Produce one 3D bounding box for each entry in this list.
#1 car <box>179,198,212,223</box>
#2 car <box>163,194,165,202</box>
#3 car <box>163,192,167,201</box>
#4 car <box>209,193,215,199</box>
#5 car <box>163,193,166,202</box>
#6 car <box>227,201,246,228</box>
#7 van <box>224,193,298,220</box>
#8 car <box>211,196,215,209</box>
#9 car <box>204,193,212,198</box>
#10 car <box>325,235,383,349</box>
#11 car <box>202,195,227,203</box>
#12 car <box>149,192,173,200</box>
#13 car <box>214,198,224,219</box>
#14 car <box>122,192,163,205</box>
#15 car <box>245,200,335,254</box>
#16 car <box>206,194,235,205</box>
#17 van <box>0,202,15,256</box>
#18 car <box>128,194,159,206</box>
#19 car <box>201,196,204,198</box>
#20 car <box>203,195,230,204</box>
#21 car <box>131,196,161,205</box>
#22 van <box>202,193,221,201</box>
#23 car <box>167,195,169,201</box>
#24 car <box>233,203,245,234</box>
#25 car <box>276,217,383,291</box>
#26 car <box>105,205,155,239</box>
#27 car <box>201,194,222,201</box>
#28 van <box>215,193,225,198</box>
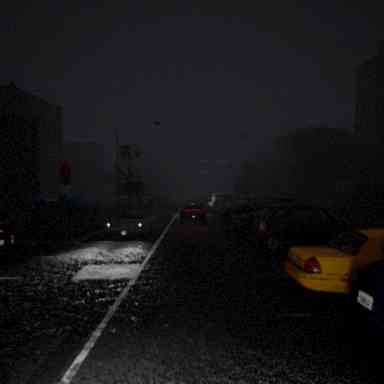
[{"bbox_3d":[0.093,1.454,24.833,2.128,1.511,4.902,0,0,0],"label":"car"},{"bbox_3d":[-7.695,1.430,59.059,4.674,1.452,2.002,0,0,0],"label":"car"},{"bbox_3d":[-7.731,1.256,64.936,4.553,1.767,2.185,0,0,0],"label":"car"},{"bbox_3d":[4.608,1.297,38.023,4.553,1.767,2.185,0,0,0],"label":"car"},{"bbox_3d":[-7.728,1.416,61.998,4.792,1.488,2.163,0,0,0],"label":"car"},{"bbox_3d":[4.651,1.454,18.469,4.892,1.521,2.231,0,0,0],"label":"car"},{"bbox_3d":[4.527,1.222,21.262,4.442,1.987,1.878,0,0,0],"label":"van"},{"bbox_3d":[4.668,1.457,35.232,4.792,1.488,2.163,0,0,0],"label":"car"},{"bbox_3d":[4.666,1.168,40.818,5.566,2.045,2.435,0,0,0],"label":"car"},{"bbox_3d":[4.678,1.503,4.501,4.792,1.488,2.163,0,0,0],"label":"car"},{"bbox_3d":[4.623,1.378,68.879,4.892,1.521,2.231,0,0,0],"label":"car"},{"bbox_3d":[-7.676,1.029,82.464,5.566,2.045,2.435,0,1,0],"label":"car"},{"bbox_3d":[4.639,1.476,29.643,4.674,1.452,2.002,0,0,0],"label":"car"},{"bbox_3d":[-7.723,1.152,50.244,5.566,2.045,2.435,0,0,0],"label":"car"},{"bbox_3d":[4.614,1.335,12.883,4.553,1.767,2.185,0,0,0],"label":"car"},{"bbox_3d":[4.665,1.272,54.910,4.553,1.767,2.185,0,0,0],"label":"car"},{"bbox_3d":[-7.799,1.239,9.804,4.442,1.987,1.878,0,0,0],"label":"van"},{"bbox_3d":[-7.664,1.274,53.057,4.553,1.767,2.185,0,0,0],"label":"car"},{"bbox_3d":[0.086,1.482,43.172,2.033,1.411,5.357,0,0,0],"label":"car"},{"bbox_3d":[4.625,1.385,63.167,5.008,1.535,2.097,0,0,0],"label":"car"},{"bbox_3d":[-7.694,1.435,55.996,4.674,1.452,2.002,0,0,0],"label":"car"},{"bbox_3d":[4.510,1.133,77.132,4.442,1.987,1.878,0,1,0],"label":"van"},{"bbox_3d":[-7.706,1.378,67.749,4.892,1.521,2.231,0,0,0],"label":"car"},{"bbox_3d":[4.639,1.458,15.675,4.892,1.521,2.231,0,0,0],"label":"car"},{"bbox_3d":[4.833,1.466,7.294,5.366,1.575,1.946,0,0,0],"label":"car"},{"bbox_3d":[-3.101,1.574,17.377,1.895,1.301,4.718,0,0,0],"label":"car"},{"bbox_3d":[4.620,1.328,79.941,4.892,1.521,2.231,0,1,0],"label":"car"},{"bbox_3d":[4.757,1.206,32.436,4.442,1.987,1.878,0,0,0],"label":"van"}]
